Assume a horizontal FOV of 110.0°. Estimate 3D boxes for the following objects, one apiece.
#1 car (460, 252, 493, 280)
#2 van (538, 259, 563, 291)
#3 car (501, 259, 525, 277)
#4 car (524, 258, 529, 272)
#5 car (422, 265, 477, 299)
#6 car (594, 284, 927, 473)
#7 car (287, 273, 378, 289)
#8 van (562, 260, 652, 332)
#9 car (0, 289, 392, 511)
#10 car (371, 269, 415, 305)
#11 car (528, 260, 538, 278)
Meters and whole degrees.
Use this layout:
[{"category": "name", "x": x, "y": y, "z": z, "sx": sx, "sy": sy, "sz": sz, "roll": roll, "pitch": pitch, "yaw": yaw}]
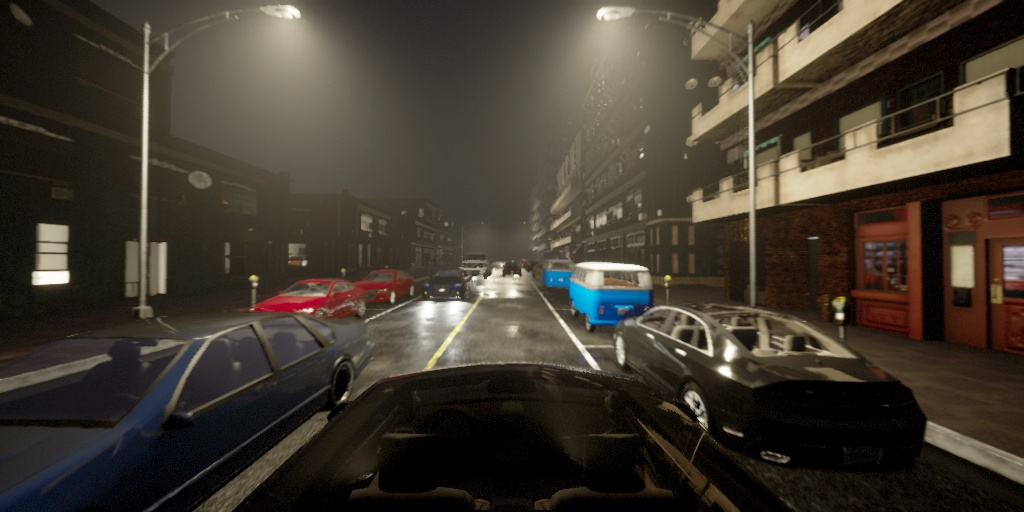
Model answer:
[{"category": "car", "x": -2.988, "y": 0.689, "z": 29.801, "sx": 2.150, "sy": 2.045, "sz": 5.566, "roll": 0, "pitch": 0, "yaw": 0}, {"category": "van", "x": 2.700, "y": 1.089, "z": 21.695, "sx": 1.690, "sy": 1.789, "sz": 3.998, "roll": 0, "pitch": 0, "yaw": 0}, {"category": "car", "x": 0.015, "y": 1.269, "z": 34.659, "sx": 1.812, "sy": 1.442, "sz": 4.674, "roll": 0, "pitch": 0, "yaw": 0}, {"category": "car", "x": 2.709, "y": 1.303, "z": 44.019, "sx": 1.948, "sy": 1.339, "sz": 4.313, "roll": 0, "pitch": 0, "yaw": 0}, {"category": "car", "x": -3.081, "y": 1.313, "z": 17.818, "sx": 1.994, "sy": 1.385, "sz": 4.181, "roll": 0, "pitch": 0, "yaw": 1}, {"category": "car", "x": 2.693, "y": 1.300, "z": 4.953, "sx": 2.007, "sy": 1.370, "sz": 4.403, "roll": 0, "pitch": 0, "yaw": 0}, {"category": "car", "x": -5.686, "y": 1.332, "z": 10.501, "sx": 1.802, "sy": 1.307, "sz": 4.207, "roll": 0, "pitch": 0, "yaw": 0}, {"category": "van", "x": 2.695, "y": 1.090, "z": 10.533, "sx": 1.690, "sy": 1.789, "sz": 3.998, "roll": 0, "pitch": 0, "yaw": 0}, {"category": "car", "x": -3.105, "y": 1.298, "z": 3.370, "sx": 2.033, "sy": 1.411, "sz": 5.357, "roll": 0, "pitch": 0, "yaw": 1}, {"category": "car", "x": -5.683, "y": 1.295, "z": 16.081, "sx": 1.888, "sy": 1.381, "sz": 4.507, "roll": 0, "pitch": 0, "yaw": 0}, {"category": "car", "x": 2.704, "y": 1.270, "z": 33.026, "sx": 1.751, "sy": 1.417, "sz": 4.829, "roll": 0, "pitch": 0, "yaw": 0}]
